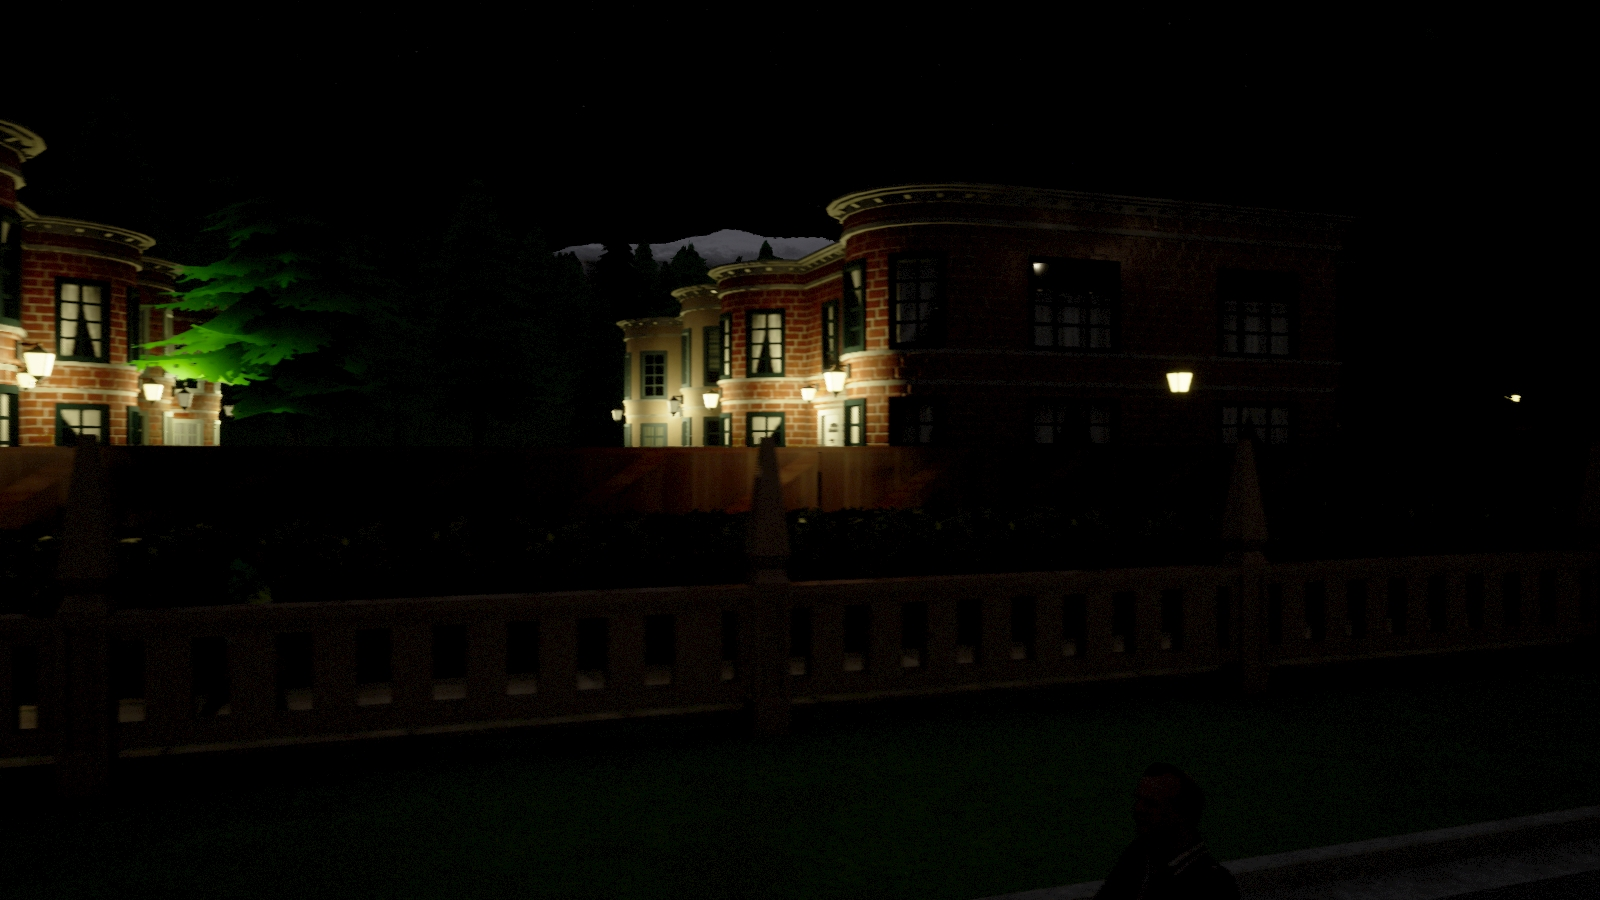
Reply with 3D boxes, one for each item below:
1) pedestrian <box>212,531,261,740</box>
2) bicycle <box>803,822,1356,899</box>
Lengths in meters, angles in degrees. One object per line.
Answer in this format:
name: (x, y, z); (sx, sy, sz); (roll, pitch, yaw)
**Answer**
pedestrian: (-5.215, 1.696, 10.585); (0.375, 1.860, 0.375); (0, 0, -22)
bicycle: (0.919, 2.060, 3.625); (1.835, 1.471, 0.329); (1, 0, -20)
